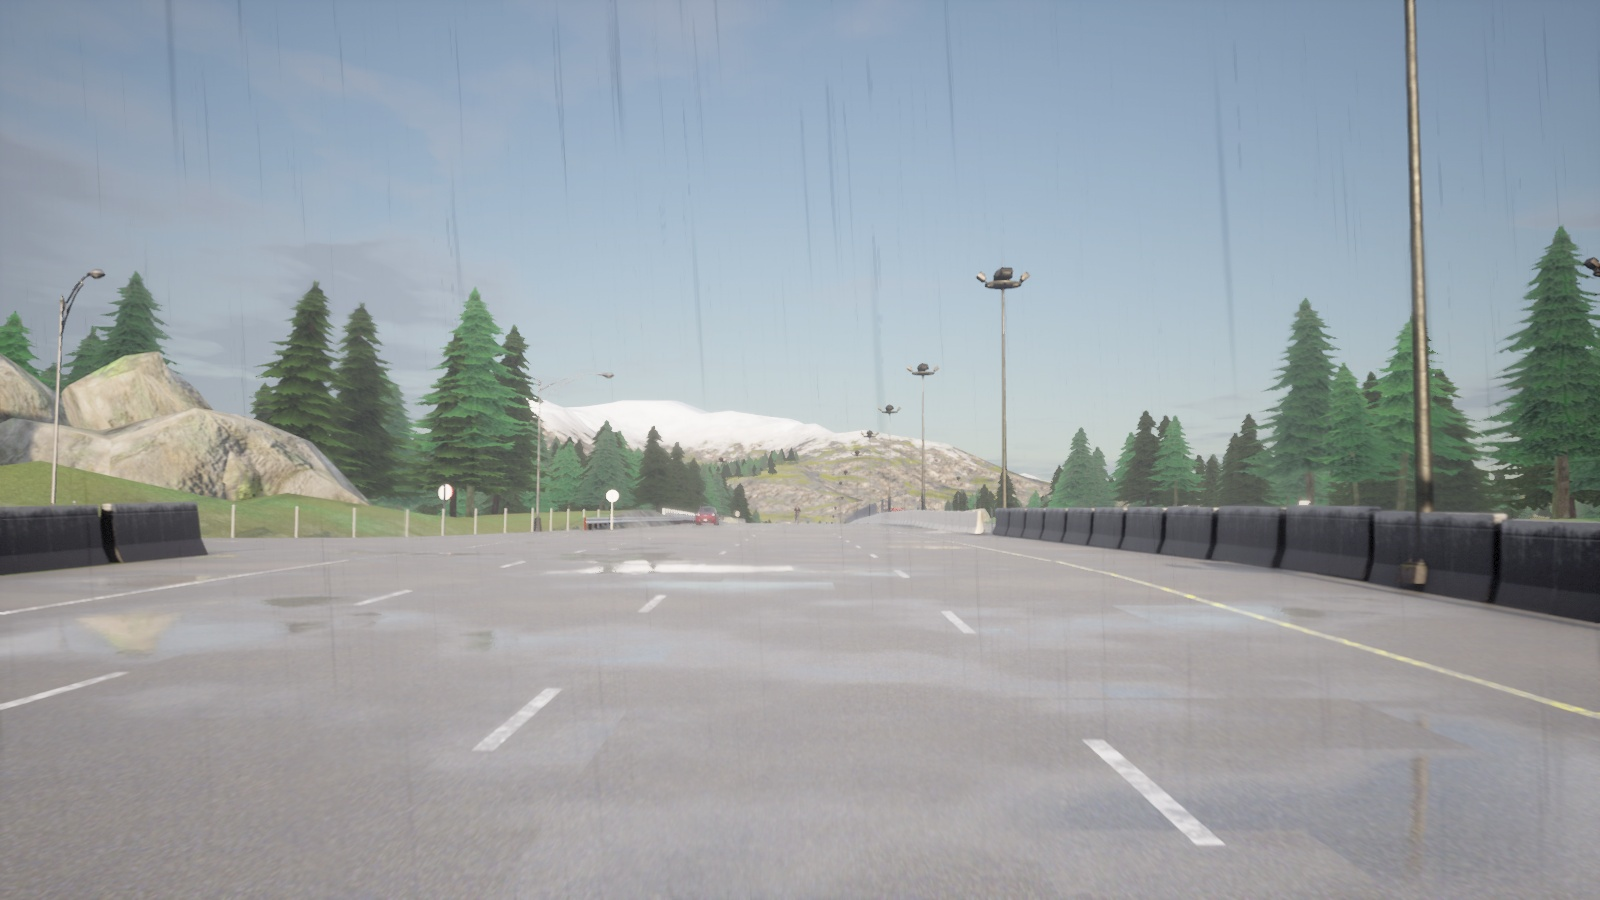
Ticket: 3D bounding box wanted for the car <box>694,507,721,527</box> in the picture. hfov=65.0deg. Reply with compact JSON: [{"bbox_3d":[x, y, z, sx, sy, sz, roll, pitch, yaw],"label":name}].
[{"bbox_3d":[-7.204,5.224,97.958,1.845,1.501,3.633,0,-3,0],"label":"car"}]
